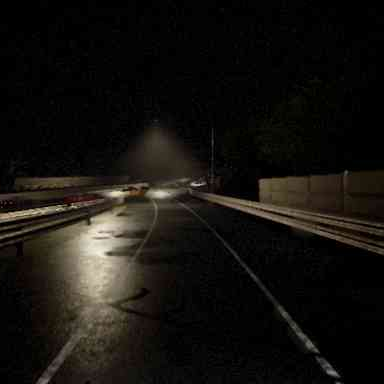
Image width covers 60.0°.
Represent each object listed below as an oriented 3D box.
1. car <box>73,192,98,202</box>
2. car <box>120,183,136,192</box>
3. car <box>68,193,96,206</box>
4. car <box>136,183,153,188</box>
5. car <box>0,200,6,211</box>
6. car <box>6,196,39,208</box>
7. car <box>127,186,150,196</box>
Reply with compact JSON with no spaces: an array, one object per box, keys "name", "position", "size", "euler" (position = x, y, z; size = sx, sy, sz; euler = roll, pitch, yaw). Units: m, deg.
[{"name":"car","position":[-16.925,0.766,53.007],"size":[1.994,1.385,4.181],"euler":[1,3,11]},{"name":"car","position":[-15.002,-0.728,80.319],"size":[2.128,1.511,4.902],"euler":[1,3,11]},{"name":"car","position":[-14.892,0.962,45.235],"size":[2.097,1.767,4.553],"euler":[1,3,11]},{"name":"car","position":[-11.571,-0.715,79.630],"size":[1.837,1.490,4.892],"euler":[1,3,11]},{"name":"car","position":[-21.075,1.415,31.858],"size":[2.150,2.045,5.566],"euler":[1,3,11]},{"name":"car","position":[-22.384,1.244,43.459],"size":[2.033,1.411,5.357],"euler":[1,3,11]},{"name":"car","position":[-10.666,-0.033,66.454],"size":[1.882,1.535,5.008],"euler":[1,3,11]}]
